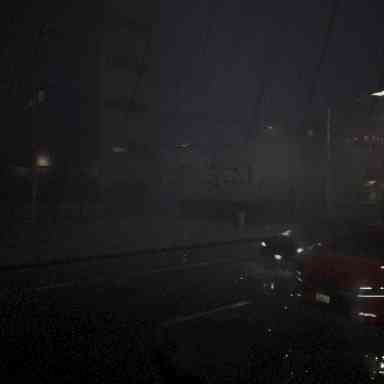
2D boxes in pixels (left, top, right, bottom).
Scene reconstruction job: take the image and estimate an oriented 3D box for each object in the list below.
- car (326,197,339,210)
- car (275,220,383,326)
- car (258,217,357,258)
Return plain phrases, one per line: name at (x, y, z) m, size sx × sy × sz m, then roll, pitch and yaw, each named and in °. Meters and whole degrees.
car at (17.062, 1.437, 43.118) m, size 4.553 × 1.767 × 2.185 m, roll 0°, pitch 0°, yaw -36°
car at (4.214, 1.512, 6.948) m, size 5.008 × 1.535 × 1.882 m, roll 1°, pitch 0°, yaw -35°
car at (4.786, 1.597, 11.622) m, size 5.357 × 1.411 × 2.033 m, roll 0°, pitch 0°, yaw -35°
